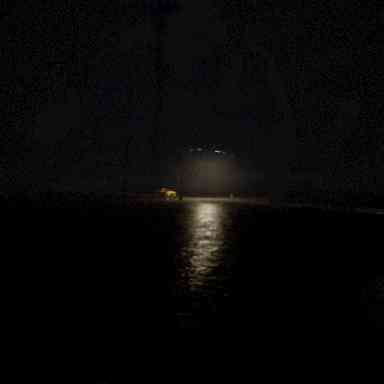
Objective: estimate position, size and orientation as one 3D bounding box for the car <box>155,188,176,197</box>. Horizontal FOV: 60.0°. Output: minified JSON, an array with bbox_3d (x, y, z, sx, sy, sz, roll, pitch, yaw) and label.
[{"bbox_3d":[-4.751,0.113,59.619,1.882,1.535,5.008,-1,2,-35],"label":"car"}]
